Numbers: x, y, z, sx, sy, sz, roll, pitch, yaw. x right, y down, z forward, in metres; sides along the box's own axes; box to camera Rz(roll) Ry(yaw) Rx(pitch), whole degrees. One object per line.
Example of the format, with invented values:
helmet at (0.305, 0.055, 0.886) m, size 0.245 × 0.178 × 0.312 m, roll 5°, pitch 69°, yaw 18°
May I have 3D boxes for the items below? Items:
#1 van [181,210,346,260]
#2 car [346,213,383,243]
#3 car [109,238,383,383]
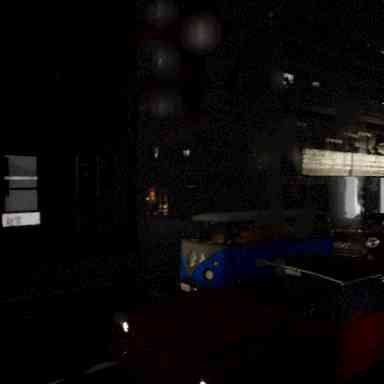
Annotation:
van at (1.580, 1.332, 7.702) m, size 3.998 × 1.788 × 1.690 m, roll 0°, pitch -1°, yaw -35°
car at (5.988, 1.431, 10.834) m, size 4.097 × 1.590 × 1.967 m, roll 0°, pitch -1°, yaw -35°
car at (1.418, 1.596, 4.386) m, size 4.718 × 1.301 × 1.895 m, roll 0°, pitch 0°, yaw -35°
